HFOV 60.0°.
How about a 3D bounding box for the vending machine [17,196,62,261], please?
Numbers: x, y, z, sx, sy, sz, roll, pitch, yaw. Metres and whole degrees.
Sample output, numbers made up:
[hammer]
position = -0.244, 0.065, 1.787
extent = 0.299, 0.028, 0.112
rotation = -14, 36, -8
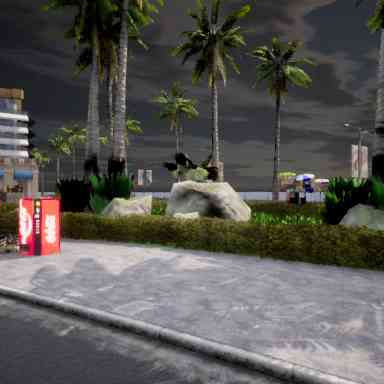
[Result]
[vending machine]
position = -5.242, 1.195, 11.447
extent = 0.880, 2.100, 1.100
rotation = 0, 0, 28
